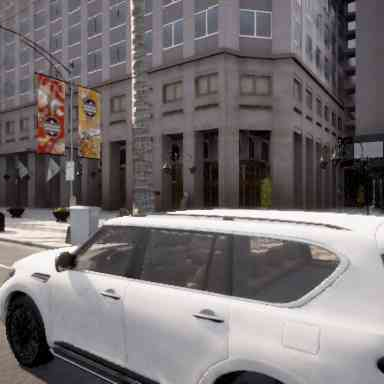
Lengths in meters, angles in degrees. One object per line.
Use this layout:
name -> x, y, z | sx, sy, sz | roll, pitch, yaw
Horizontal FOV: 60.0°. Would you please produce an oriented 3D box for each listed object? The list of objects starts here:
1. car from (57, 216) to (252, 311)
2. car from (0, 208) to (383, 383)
car -> -1.109, 1.513, 8.579 | 4.786, 1.482, 2.161 | 0, 0, 35
car -> -0.110, 1.223, 4.070 | 5.566, 2.045, 2.150 | 0, 0, 36
